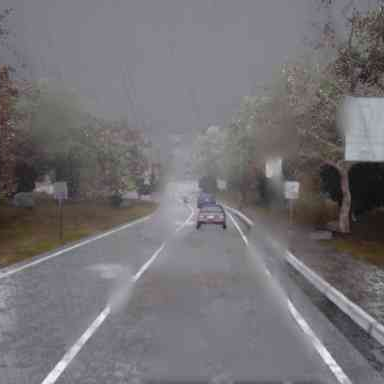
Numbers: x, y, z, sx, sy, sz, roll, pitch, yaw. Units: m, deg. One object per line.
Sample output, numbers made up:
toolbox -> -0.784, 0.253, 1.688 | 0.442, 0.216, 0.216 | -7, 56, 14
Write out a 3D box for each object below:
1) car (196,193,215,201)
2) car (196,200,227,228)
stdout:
car -> 1.760, 1.095, 42.894 | 2.150, 2.045, 5.566 | 0, 0, -2
car -> 1.285, 1.500, 21.856 | 2.033, 1.411, 5.357 | 0, 0, 4
